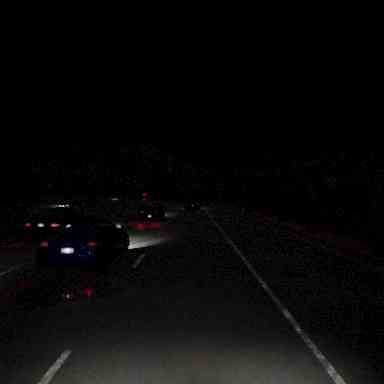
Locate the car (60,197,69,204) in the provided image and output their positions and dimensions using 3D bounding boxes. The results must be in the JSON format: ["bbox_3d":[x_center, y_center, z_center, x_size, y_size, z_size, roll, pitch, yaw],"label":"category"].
[{"bbox_3d":[-23.579,1.695,62.533,2.128,1.511,4.902,0,0,-12],"label":"car"}]

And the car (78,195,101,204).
[{"bbox_3d":[-14.394,1.583,47.816,1.882,1.535,5.008,0,-1,-4],"label":"car"}]

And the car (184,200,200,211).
[{"bbox_3d":[0.010,1.648,42.925,1.994,1.385,4.181,0,0,-1],"label":"car"}]

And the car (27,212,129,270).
[{"bbox_3d":[-3.401,1.573,11.084,1.994,1.385,4.181,0,0,0],"label":"car"}]

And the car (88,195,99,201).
[{"bbox_3d":[-25.806,1.550,87.073,1.837,1.490,4.892,0,0,-27],"label":"car"}]

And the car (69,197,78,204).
[{"bbox_3d":[-18.671,1.707,55.515,1.994,1.385,4.181,0,0,-8],"label":"car"}]

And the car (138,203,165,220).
[{"bbox_3d":[-3.404,1.643,28.970,1.895,1.301,4.718,0,0,0],"label":"car"}]

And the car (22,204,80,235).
[{"bbox_3d":[-6.902,1.565,17.684,2.033,1.411,5.357,0,0,0],"label":"car"}]
